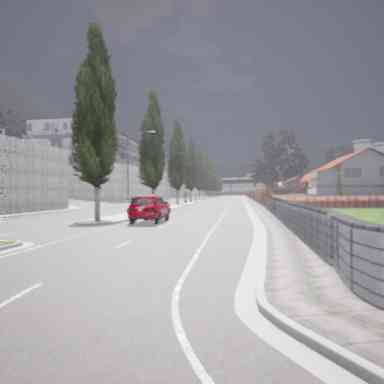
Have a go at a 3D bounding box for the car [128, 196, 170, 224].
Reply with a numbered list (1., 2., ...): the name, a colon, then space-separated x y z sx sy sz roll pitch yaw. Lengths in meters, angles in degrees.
1. car: -3.196 1.329 25.638 2.150 2.045 5.566 -1 0 8
